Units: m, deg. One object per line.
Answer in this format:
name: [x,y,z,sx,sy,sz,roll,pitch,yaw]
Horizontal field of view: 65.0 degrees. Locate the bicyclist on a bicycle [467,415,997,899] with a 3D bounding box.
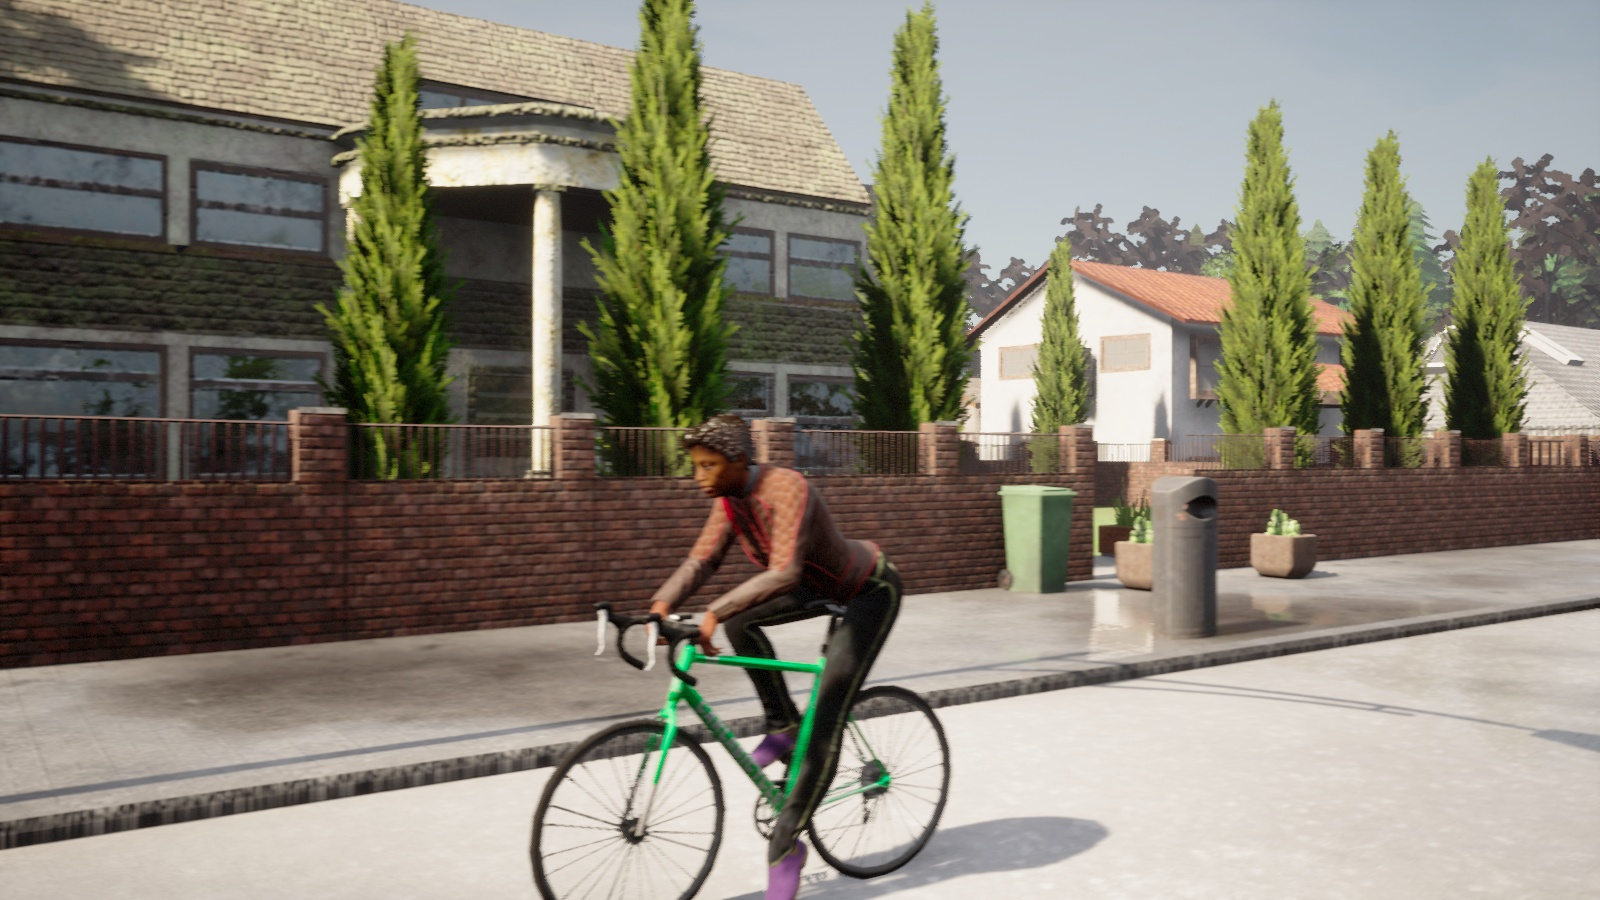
bicyclist on a bicycle: [-0.174,0.708,4.112,1.656,1.620,0.582,-1,0,-34]
